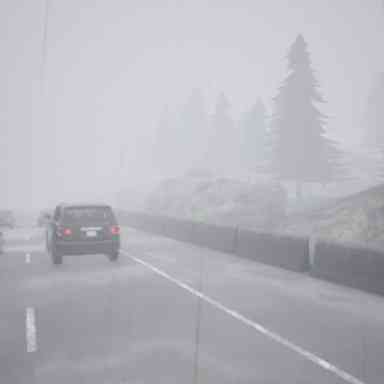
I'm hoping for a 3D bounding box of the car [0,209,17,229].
[{"bbox_3d":[-14.122,1.990,24.584,2.033,1.411,5.357,0,-1,-26],"label":"car"}]

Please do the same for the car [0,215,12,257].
[{"bbox_3d":[-7.415,1.720,11.149,2.033,1.411,5.357,0,-1,-26],"label":"car"}]

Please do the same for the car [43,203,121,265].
[{"bbox_3d":[-4.321,1.426,12.793,2.150,2.045,5.566,0,-1,-26],"label":"car"}]

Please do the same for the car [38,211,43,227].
[{"bbox_3d":[-11.416,2.051,27.015,1.994,1.385,4.181,0,-1,-26],"label":"car"}]
